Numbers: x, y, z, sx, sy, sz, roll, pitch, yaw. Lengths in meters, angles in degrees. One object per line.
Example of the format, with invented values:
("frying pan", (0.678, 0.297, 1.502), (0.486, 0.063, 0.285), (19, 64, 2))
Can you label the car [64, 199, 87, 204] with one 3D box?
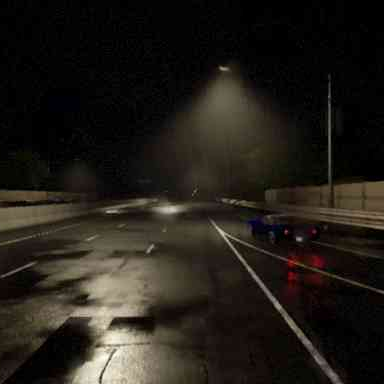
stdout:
("car", (-17.579, 2.130, 51.380), (1.895, 1.301, 4.718), (0, -1, 0))

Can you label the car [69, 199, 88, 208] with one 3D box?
("car", (-21.084, 2.142, 62.078), (1.837, 1.490, 4.892), (0, 0, 0))

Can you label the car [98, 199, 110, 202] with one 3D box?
("car", (-17.592, 2.189, 66.671), (1.837, 1.490, 4.892), (0, -1, 0))

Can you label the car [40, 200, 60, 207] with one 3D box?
("car", (-28.088, 2.214, 65.915), (1.994, 1.385, 4.181), (0, -1, 0))

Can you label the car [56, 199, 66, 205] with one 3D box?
("car", (-24.580, 2.169, 63.343), (2.128, 1.511, 4.902), (0, 0, 0))

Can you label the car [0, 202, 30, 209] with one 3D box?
("car", (-17.599, 1.888, 31.416), (1.994, 1.385, 4.181), (0, -1, 0))

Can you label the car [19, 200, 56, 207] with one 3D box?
("car", (-21.097, 2.017, 45.606), (2.033, 1.411, 5.357), (0, -1, 0))

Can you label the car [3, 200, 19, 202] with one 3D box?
("car", (-24.587, 1.996, 47.642), (1.837, 1.490, 4.892), (0, -1, 0))

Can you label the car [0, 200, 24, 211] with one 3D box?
("car", (-28.080, 2.002, 51.047), (1.882, 1.535, 5.008), (0, -1, 0))

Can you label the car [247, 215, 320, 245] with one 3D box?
("car", (4.281, 1.771, 16.471), (1.895, 1.301, 4.718), (0, -1, -9))
